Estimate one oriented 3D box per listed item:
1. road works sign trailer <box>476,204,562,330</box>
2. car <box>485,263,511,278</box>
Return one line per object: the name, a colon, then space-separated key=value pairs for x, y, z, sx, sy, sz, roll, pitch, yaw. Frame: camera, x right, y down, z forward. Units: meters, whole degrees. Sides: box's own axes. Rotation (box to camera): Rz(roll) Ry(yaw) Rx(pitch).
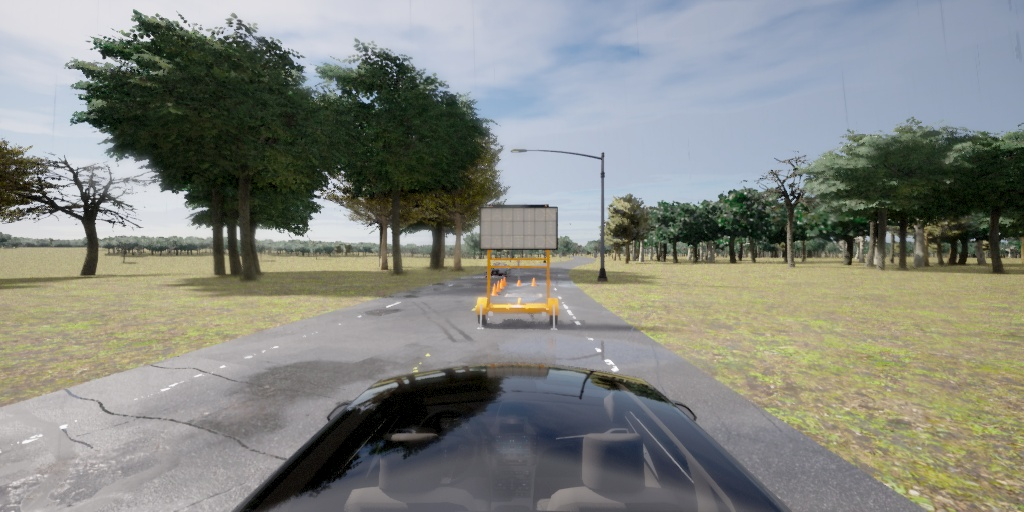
road works sign trailer: x=0.208 y=0.215 z=11.139 sx=2.380 sy=3.560 sz=2.880 roll=0 pitch=0 yaw=3
car: x=-1.272 y=1.338 z=33.772 sx=1.994 sy=1.385 sz=4.181 roll=0 pitch=0 yaw=7
